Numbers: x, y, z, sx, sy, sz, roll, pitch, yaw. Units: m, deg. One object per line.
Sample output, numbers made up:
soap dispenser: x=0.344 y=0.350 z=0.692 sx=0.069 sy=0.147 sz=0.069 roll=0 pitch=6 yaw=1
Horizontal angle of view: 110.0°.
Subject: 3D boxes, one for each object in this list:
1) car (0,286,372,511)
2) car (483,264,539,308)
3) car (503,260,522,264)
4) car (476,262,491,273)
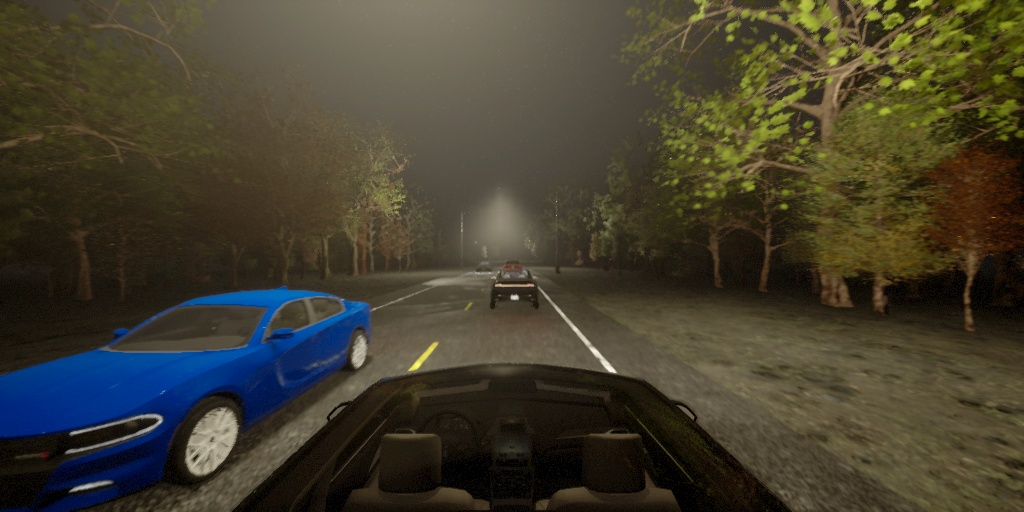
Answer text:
car: x=-3.601 y=1.236 z=4.833 sx=1.882 sy=1.535 sz=5.008 roll=0 pitch=0 yaw=0
car: x=0.096 y=1.282 z=15.304 sx=2.128 sy=1.511 sz=4.902 roll=0 pitch=0 yaw=0
car: x=0.089 y=1.214 z=40.599 sx=2.097 sy=1.767 sz=4.553 roll=0 pitch=0 yaw=0
car: x=-3.577 y=1.445 z=47.071 sx=1.994 sy=1.385 sz=4.181 roll=0 pitch=0 yaw=0
